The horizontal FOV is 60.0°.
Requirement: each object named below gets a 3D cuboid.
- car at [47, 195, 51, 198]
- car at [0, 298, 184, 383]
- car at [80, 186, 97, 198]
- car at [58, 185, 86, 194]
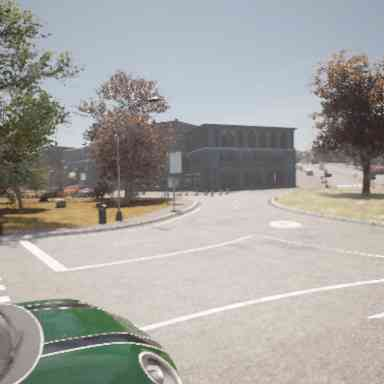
[{"bbox_3d":[-20.167,0.080,52.543,2.435,2.045,5.566,-2,1,16],"label":"car"},{"bbox_3d":[-2.219,1.352,2.084,4.553,1.767,2.097,0,0,-34],"label":"car"},{"bbox_3d":[-15.362,0.261,49.010,2.231,1.521,4.892,-1,1,16],"label":"car"},{"bbox_3d":[-17.779,0.046,50.724,2.435,2.045,5.566,-1,1,16],"label":"car"}]
